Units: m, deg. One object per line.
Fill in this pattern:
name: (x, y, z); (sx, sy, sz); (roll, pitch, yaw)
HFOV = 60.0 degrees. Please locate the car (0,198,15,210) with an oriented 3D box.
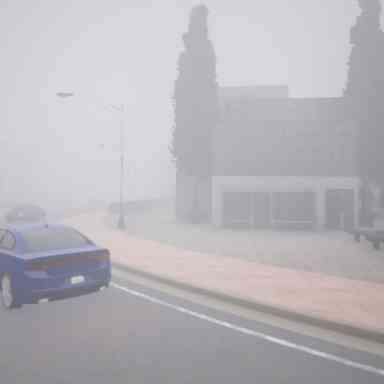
car: (-23.699, 1.539, 42.300); (1.812, 1.442, 4.674); (0, 0, 7)

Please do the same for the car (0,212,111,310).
car: (-3.827, 1.489, 8.059); (1.882, 1.535, 5.008); (0, 0, -43)

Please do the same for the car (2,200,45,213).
car: (-12.688, 1.588, 25.712); (1.994, 1.385, 4.181); (0, 0, -13)

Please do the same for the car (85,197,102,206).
car: (-17.847, 1.682, 60.450); (1.812, 1.442, 4.674); (0, 0, 4)
